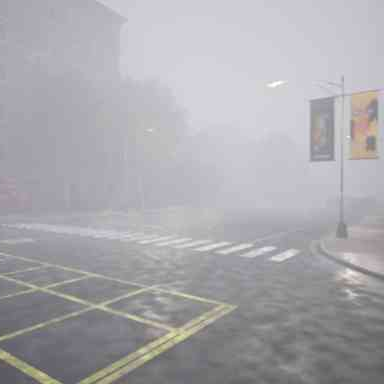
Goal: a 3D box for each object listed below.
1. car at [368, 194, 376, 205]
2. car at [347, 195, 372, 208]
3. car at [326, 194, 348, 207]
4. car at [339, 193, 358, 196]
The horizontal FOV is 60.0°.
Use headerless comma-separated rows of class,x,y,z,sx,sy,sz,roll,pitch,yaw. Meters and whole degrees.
car,30.102,1.518,56.610,2.033,1.411,5.357,0,0,35
car,24.802,1.534,49.051,1.994,1.385,4.181,0,0,36
car,21.941,1.448,51.053,2.128,1.511,4.902,0,0,35
car,27.306,1.448,58.795,2.128,1.511,4.902,0,0,35
